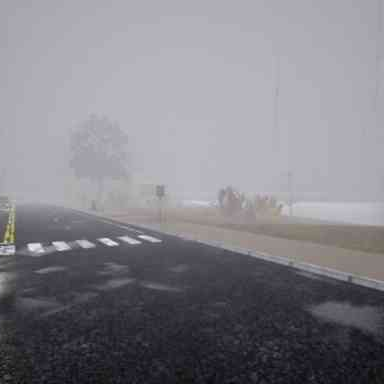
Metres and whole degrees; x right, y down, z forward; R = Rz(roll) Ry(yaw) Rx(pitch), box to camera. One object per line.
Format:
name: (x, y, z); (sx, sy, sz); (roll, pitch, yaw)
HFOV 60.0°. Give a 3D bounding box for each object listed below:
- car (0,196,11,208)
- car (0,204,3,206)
car: (-31.376, 1.659, 55.147); (2.150, 2.045, 5.566); (-1, 0, -28)
car: (-11.742, 1.637, 18.095); (2.128, 1.511, 4.902); (-1, 0, -28)
